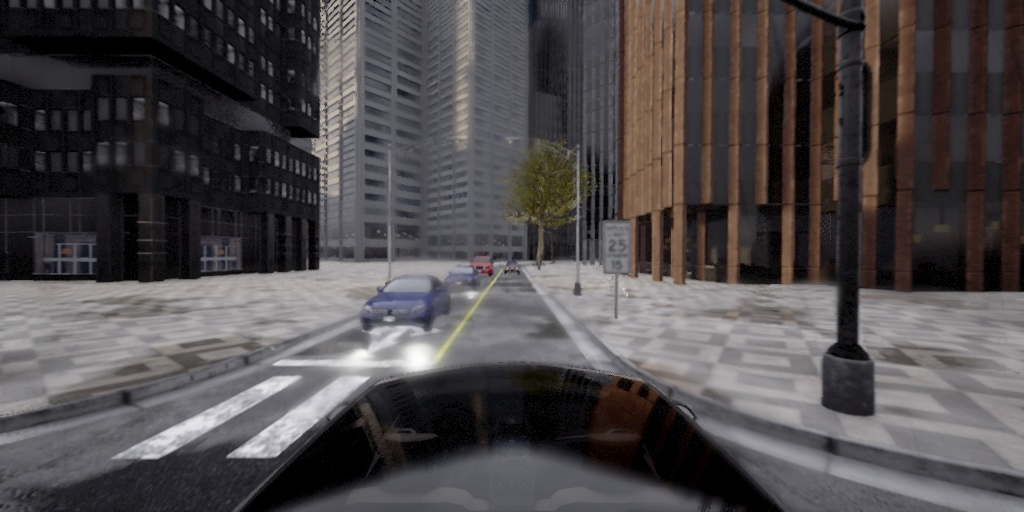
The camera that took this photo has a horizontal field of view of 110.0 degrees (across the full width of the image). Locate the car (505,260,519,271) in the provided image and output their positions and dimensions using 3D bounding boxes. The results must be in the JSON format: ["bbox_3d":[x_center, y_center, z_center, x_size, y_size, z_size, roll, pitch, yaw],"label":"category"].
[{"bbox_3d":[0.016,1.354,52.743,2.033,1.411,5.357,0,0,0],"label":"car"}]

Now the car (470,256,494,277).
[{"bbox_3d":[-3.070,1.035,37.259,2.150,2.045,5.566,0,1,0],"label":"car"}]

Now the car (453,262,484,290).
[{"bbox_3d":[-3.079,1.343,23.210,1.812,1.442,4.674,0,0,0],"label":"car"}]

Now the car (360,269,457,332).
[{"bbox_3d":[-3.082,1.327,11.308,1.812,1.442,4.674,0,0,0],"label":"car"}]

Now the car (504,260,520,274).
[{"bbox_3d":[0.008,1.379,42.033,2.033,1.411,5.357,0,0,0],"label":"car"}]
